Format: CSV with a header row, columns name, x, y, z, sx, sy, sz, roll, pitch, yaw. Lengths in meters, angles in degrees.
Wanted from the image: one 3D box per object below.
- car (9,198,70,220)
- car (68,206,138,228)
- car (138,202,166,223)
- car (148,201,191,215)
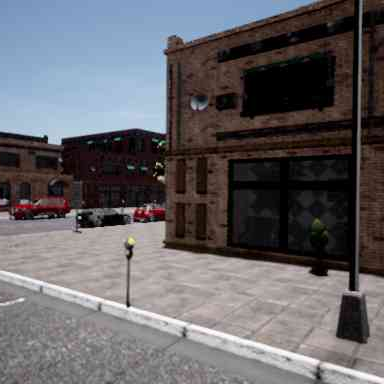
name,x,y,z,sx,sy,sz,roll,pitch,yaw
car,-13.156,1.425,29.213,2.192,1.841,5.009,0,0,36
car,-6.394,1.804,24.269,1.947,1.339,4.313,0,0,36
car,-3.118,1.731,28.748,1.967,1.590,4.097,0,0,36
car,-2.594,1.834,39.272,2.033,1.411,5.357,1,0,36
